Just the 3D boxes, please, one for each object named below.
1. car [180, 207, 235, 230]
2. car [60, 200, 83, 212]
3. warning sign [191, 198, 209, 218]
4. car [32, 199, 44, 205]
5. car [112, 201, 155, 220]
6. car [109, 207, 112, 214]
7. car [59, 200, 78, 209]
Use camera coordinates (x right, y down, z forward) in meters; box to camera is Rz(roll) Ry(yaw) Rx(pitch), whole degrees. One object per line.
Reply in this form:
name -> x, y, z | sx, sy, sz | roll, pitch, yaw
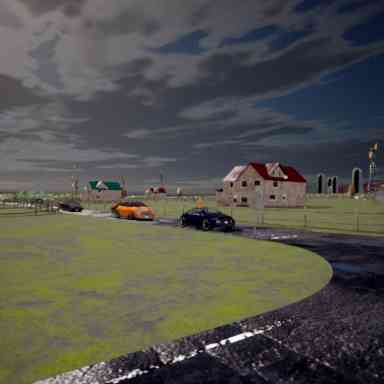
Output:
car -> 0.957, 1.726, 22.244 | 1.994, 1.385, 4.181 | 2, -2, -36
car -> -17.158, 2.076, 47.463 | 2.033, 1.411, 5.357 | 2, -2, -35
warning sign -> 0.727, 1.484, 31.661 | 1.300, 1.860, 1.060 | 2, -1, -36
car -> -39.119, 2.512, 84.274 | 2.097, 1.767, 4.553 | 2, -2, -36
car -> -5.254, 1.637, 30.869 | 2.097, 1.767, 4.553 | 2, -2, -36
car -> -8.334, 1.985, 40.163 | 1.812, 1.442, 4.674 | 2, -2, -36
car -> -21.956, 2.222, 59.025 | 1.882, 1.535, 5.008 | 2, -2, -36
